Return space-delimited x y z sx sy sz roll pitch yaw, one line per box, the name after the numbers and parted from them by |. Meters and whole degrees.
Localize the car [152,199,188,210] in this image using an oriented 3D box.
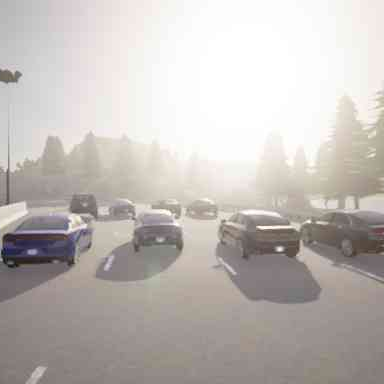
-2.363 1.339 29.529 2.128 1.511 4.902 0 0 -20 | car

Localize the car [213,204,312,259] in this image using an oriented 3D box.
2.283 1.428 12.319 1.837 1.490 4.892 0 0 -8 | car

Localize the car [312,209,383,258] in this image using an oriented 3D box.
5.789 1.412 12.404 1.837 1.490 4.892 0 0 -8 | car

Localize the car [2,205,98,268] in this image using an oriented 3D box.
-4.611 1.434 11.327 1.882 1.535 5.008 0 0 -8 | car

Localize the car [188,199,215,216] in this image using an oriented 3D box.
0.901 1.353 30.815 1.812 1.442 4.674 0 0 -20 | car

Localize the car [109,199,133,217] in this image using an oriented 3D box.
-6.360 1.386 30.136 1.812 1.442 4.674 0 0 -22 | car

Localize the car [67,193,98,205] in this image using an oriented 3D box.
-9.218 1.105 28.038 2.150 2.045 5.566 0 0 -22 | car

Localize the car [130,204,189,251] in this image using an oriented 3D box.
-1.499 1.456 13.702 1.812 1.442 4.674 0 0 -10 | car
